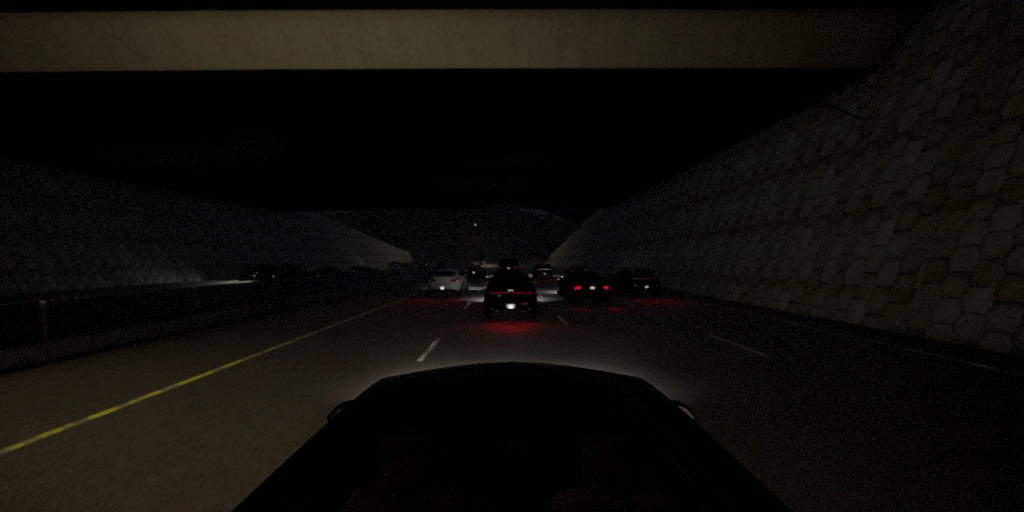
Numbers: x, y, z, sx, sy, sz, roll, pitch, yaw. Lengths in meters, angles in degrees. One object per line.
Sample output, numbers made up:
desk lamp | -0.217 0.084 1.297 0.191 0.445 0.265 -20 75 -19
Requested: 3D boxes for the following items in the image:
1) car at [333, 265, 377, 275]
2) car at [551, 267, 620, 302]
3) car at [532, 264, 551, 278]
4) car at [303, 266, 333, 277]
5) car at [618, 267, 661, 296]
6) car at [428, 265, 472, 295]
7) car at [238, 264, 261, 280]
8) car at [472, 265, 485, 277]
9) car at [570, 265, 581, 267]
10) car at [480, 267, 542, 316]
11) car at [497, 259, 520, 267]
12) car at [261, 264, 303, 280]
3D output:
car | -14.502 1.595 34.230 2.033 1.411 5.357 0 0 -1
car | 3.403 1.435 17.822 2.033 1.411 5.357 0 -1 -1
car | 3.158 1.551 37.456 2.128 1.511 4.902 0 -1 -1
car | -18.010 1.623 35.129 1.994 1.385 4.181 0 -1 -1
car | 6.865 1.402 20.768 2.128 1.511 4.902 0 0 -1
car | -3.646 1.447 20.921 1.812 1.442 4.674 0 0 -1
car | -25.020 1.578 36.033 1.837 1.490 4.892 0 0 -1
car | -3.845 1.633 37.715 1.994 1.385 4.181 0 -1 -1
car | 6.656 1.623 37.713 1.994 1.385 4.181 0 0 -1
car | -0.059 1.363 13.911 1.837 1.490 4.892 0 0 -1
car | -0.333 1.278 36.745 2.150 2.045 5.566 0 -1 -1
car | -21.504 1.583 34.588 1.812 1.442 4.674 0 -1 -1
